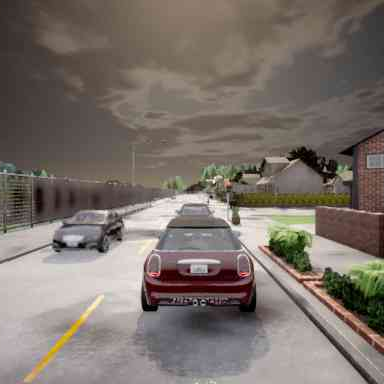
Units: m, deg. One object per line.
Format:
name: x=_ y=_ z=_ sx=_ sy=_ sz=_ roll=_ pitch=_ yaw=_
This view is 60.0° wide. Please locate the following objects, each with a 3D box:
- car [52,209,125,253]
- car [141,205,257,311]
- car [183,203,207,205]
car: x=-4.032 y=1.491 z=13.689 sx=2.128 sy=1.511 sz=4.902 roll=0 pitch=0 yaw=0
car: x=0.125 y=1.352 z=7.893 sx=2.097 sy=1.767 sz=4.553 roll=0 pitch=0 yaw=0
car: x=0.163 y=1.352 z=17.590 sx=2.097 sy=1.767 sz=4.553 roll=0 pitch=0 yaw=0
